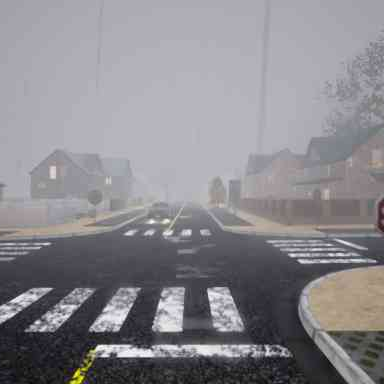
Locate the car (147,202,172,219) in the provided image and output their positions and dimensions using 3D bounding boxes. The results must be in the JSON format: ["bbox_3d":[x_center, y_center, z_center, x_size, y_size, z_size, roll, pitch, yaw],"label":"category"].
[{"bbox_3d":[-2.770,1.585,29.585,2.033,1.411,5.357,0,0,0],"label":"car"}]
